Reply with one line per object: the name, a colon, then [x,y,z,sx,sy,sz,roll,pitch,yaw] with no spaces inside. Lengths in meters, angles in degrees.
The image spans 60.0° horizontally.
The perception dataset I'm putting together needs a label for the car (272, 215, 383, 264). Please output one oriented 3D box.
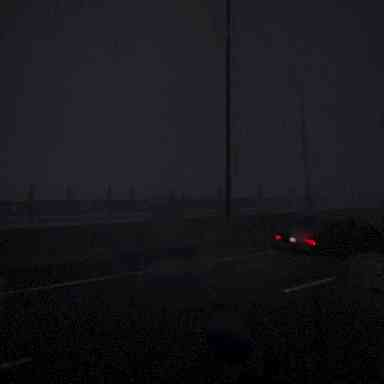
car: [5.211,1.544,11.862,5.357,1.411,2.033,0,0,-35]
